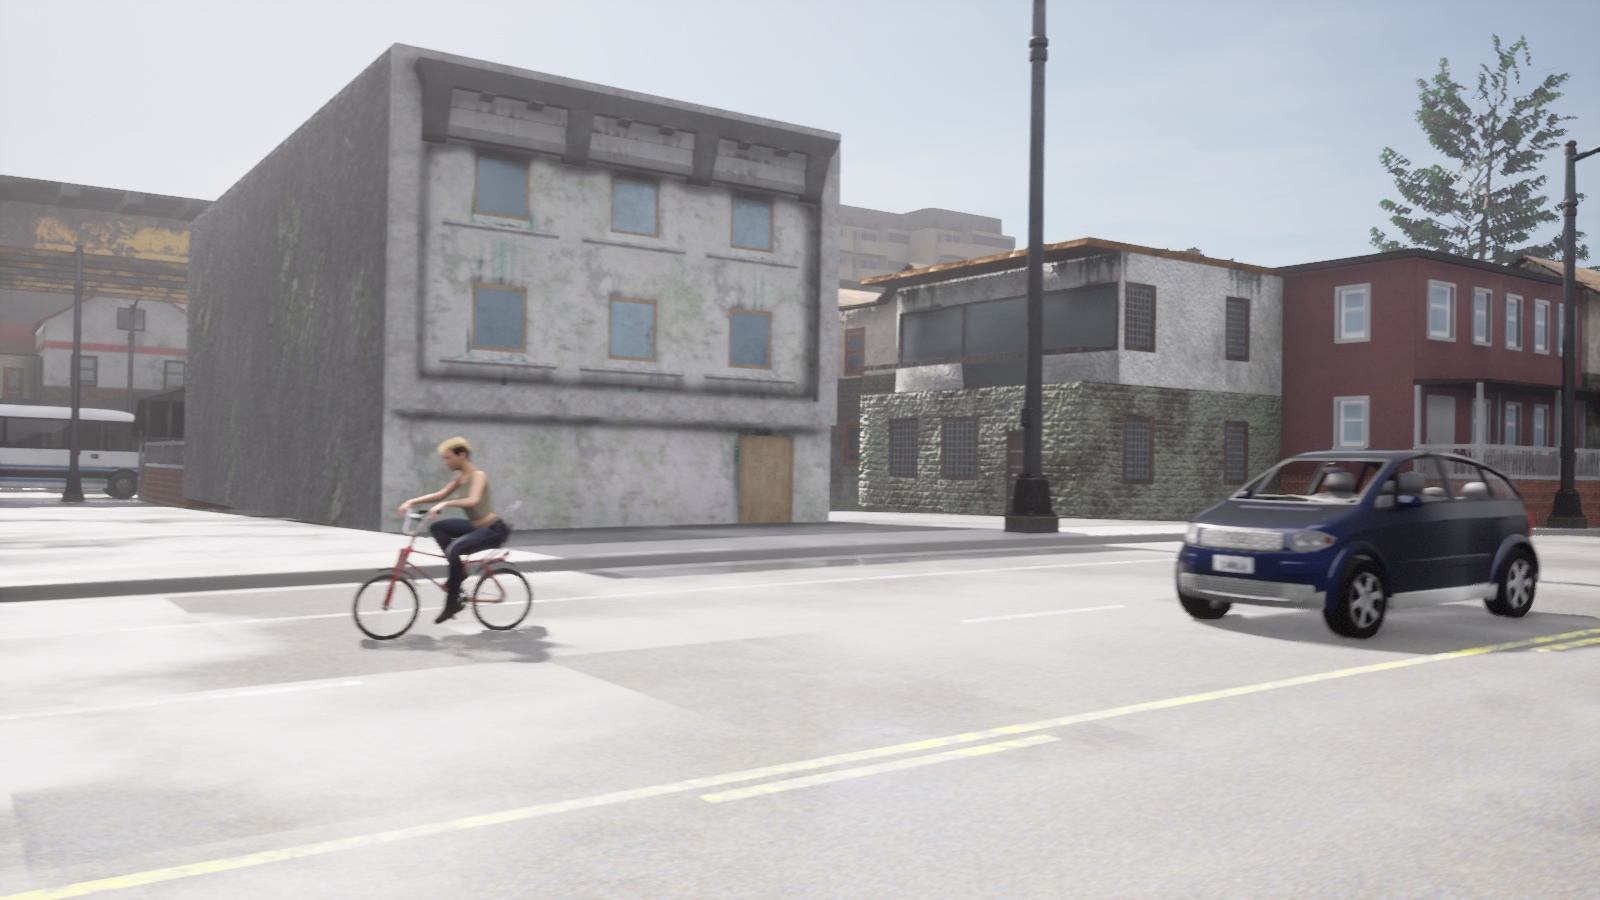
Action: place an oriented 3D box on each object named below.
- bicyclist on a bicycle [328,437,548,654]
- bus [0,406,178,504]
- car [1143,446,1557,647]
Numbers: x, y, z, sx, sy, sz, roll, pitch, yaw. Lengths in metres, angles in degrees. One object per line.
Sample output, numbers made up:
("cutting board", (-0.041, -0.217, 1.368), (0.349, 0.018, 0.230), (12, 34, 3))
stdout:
("bicyclist on a bicycle", (-2.917, 0.713, 10.143), (1.509, 1.612, 0.866), (0, 0, -35))
("bus", (-34.775, 0.260, 57.934), (10.273, 4.253, 3.944), (2, -2, -35))
("car", (5.068, 0.752, 11.450), (3.705, 1.549, 1.789), (0, 0, -35))
